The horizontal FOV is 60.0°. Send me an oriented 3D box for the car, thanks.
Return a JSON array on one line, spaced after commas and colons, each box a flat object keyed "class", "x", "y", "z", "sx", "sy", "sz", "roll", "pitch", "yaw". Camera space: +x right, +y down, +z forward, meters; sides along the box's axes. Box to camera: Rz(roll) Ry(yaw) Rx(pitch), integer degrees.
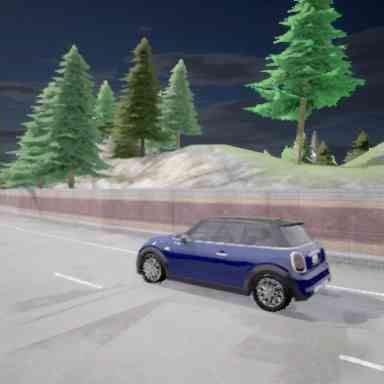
[{"class": "car", "x": 0.776, "y": 1.347, "z": 7.949, "sx": 4.553, "sy": 1.767, "sz": 2.097, "roll": 0, "pitch": 0, "yaw": 37}]
